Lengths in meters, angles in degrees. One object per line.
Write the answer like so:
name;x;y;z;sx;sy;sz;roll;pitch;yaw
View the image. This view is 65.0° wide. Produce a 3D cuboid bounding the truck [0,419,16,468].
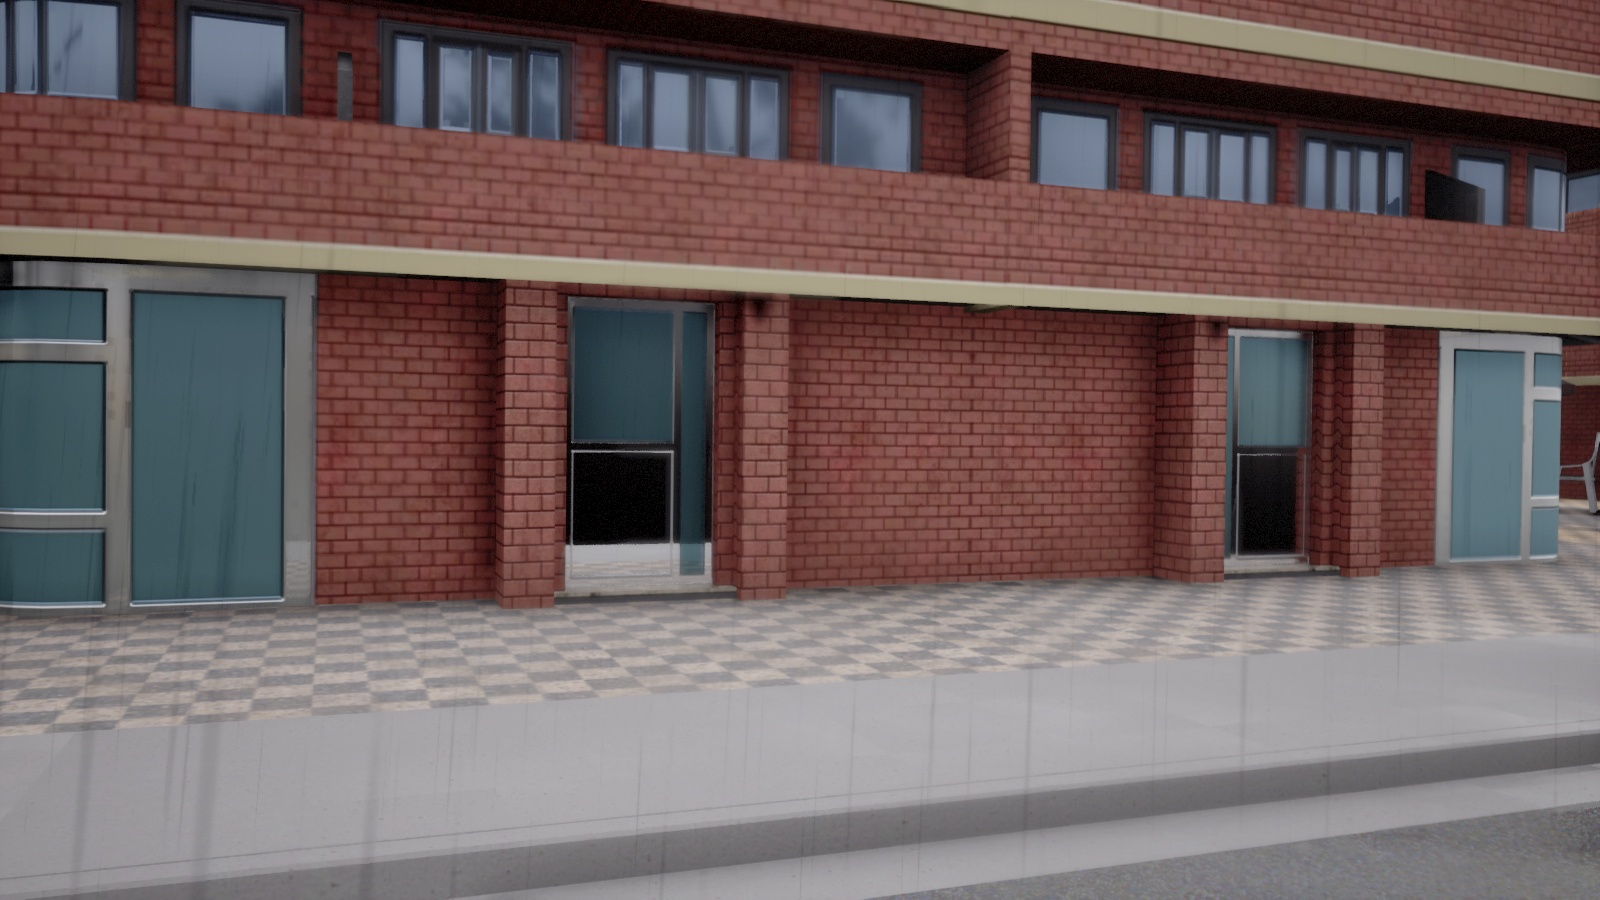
truck;-41.322;-0.311;62.856;2.627;2.467;5.204;-1;1;-22
